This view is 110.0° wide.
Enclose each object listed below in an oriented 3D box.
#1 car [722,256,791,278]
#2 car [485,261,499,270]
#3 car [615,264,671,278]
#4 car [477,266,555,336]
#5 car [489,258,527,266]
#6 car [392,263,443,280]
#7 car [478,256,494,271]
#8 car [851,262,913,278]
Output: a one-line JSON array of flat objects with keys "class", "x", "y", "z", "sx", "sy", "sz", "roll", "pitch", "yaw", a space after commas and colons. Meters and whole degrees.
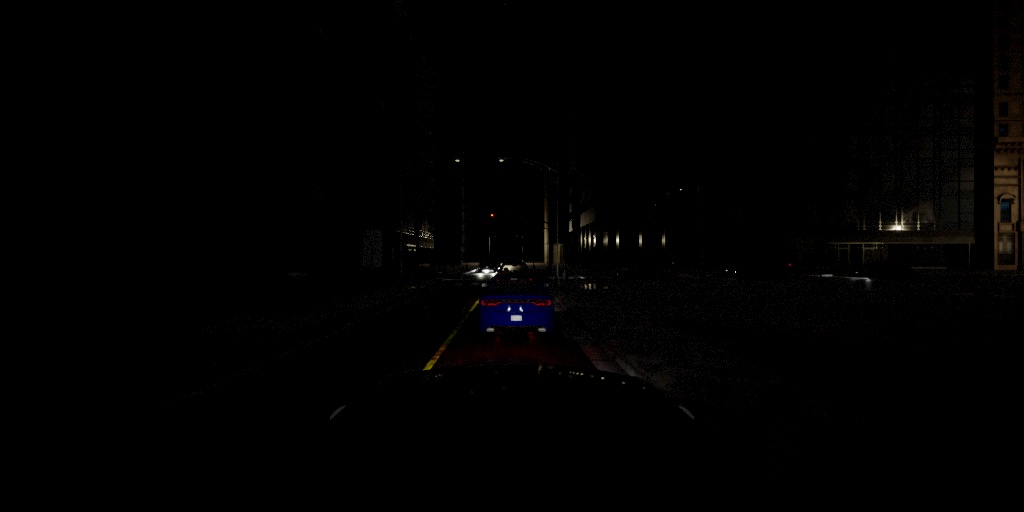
[{"class": "car", "x": 22.721, "y": 0.985, "z": 33.351, "sx": 5.566, "sy": 2.045, "sz": 2.150, "roll": 0, "pitch": 0, "yaw": 0}, {"class": "car", "x": -3.101, "y": 1.391, "z": 55.760, "sx": 1.895, "sy": 1.301, "sz": 4.718, "roll": 0, "pitch": 0, "yaw": 0}, {"class": "car", "x": 12.045, "y": 1.371, "z": 33.342, "sx": 4.718, "sy": 1.301, "sz": 1.895, "roll": 0, "pitch": 0, "yaw": 3}, {"class": "car", "x": 0.099, "y": 1.229, "z": 10.456, "sx": 1.882, "sy": 1.535, "sz": 5.008, "roll": 0, "pitch": 0, "yaw": 0}, {"class": "car", "x": 0.152, "y": 1.107, "z": 19.325, "sx": 2.097, "sy": 1.767, "sz": 4.553, "roll": 0, "pitch": 0, "yaw": 2}, {"class": "car", "x": -8.659, "y": 1.297, "z": 30.513, "sx": 5.357, "sy": 1.411, "sz": 2.033, "roll": 0, "pitch": 0, "yaw": -6}, {"class": "car", "x": -3.107, "y": 1.000, "z": 45.870, "sx": 2.150, "sy": 2.045, "sz": 5.566, "roll": 0, "pitch": 0, "yaw": -2}, {"class": "car", "x": 34.398, "y": 1.272, "z": 33.343, "sx": 4.674, "sy": 1.442, "sz": 1.812, "roll": 0, "pitch": 0, "yaw": 0}]
